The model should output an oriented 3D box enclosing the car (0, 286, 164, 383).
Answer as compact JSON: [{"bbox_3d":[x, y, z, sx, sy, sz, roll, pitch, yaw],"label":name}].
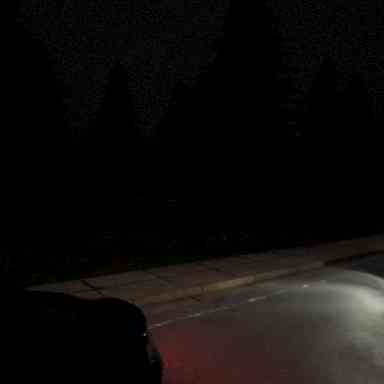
[{"bbox_3d":[-2.418,1.525,2.263,4.674,1.442,1.812,0,0,-35],"label":"car"}]
